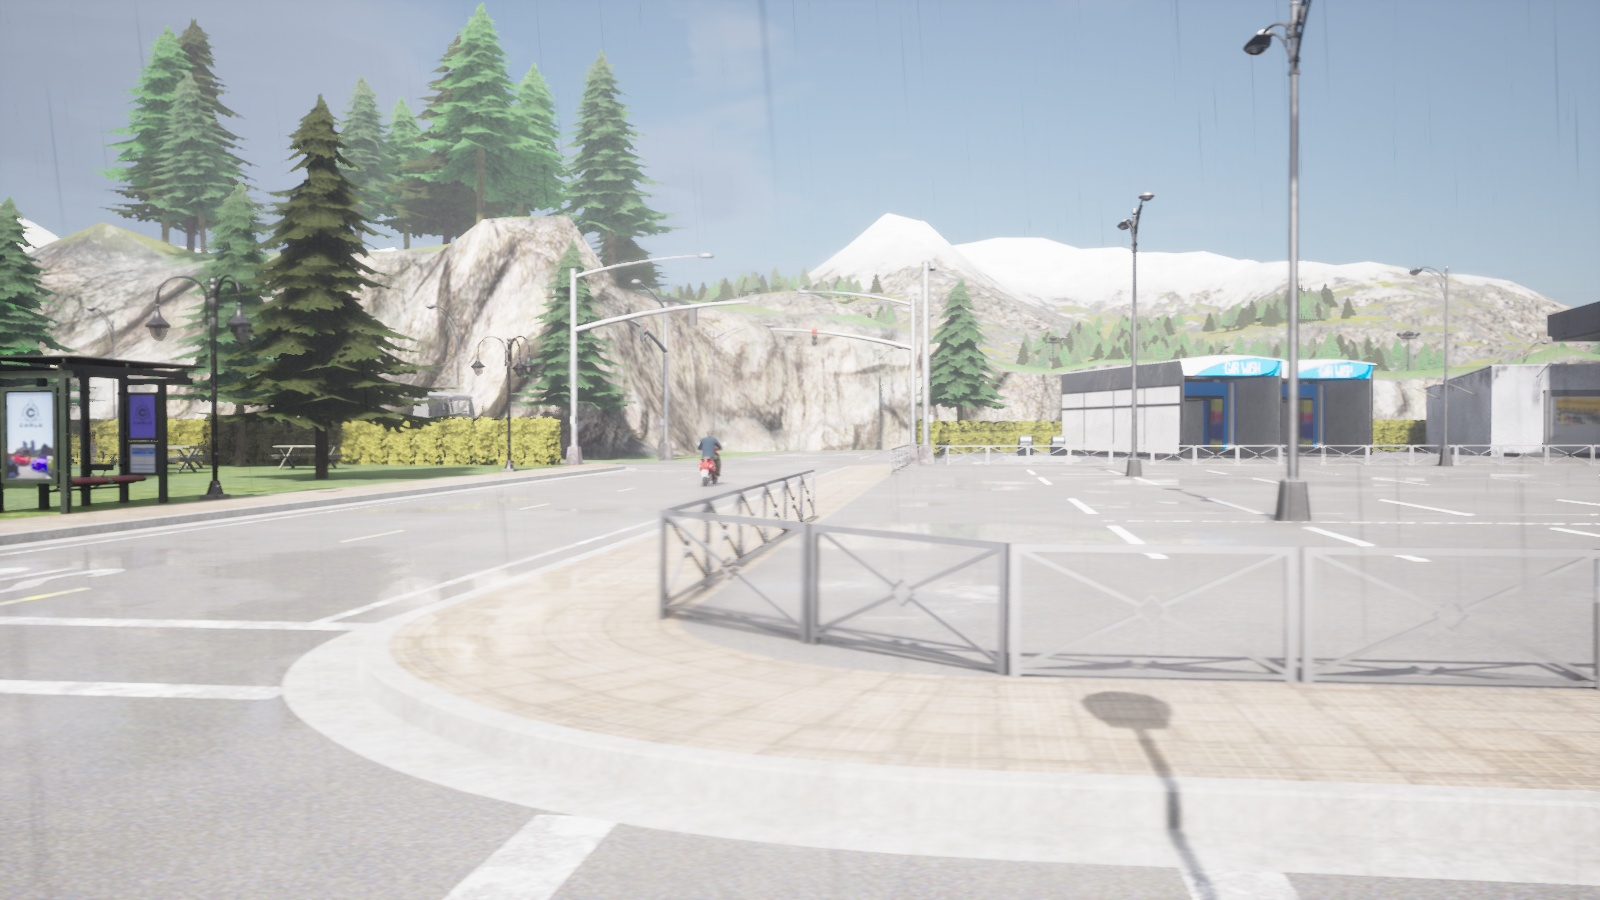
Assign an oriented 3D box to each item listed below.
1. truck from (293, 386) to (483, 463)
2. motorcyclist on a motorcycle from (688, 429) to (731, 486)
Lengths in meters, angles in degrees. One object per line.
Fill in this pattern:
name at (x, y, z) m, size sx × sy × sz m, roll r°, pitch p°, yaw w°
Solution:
truck at (-19.155, -1.189, 58.620) m, size 7.936 × 3.462 × 2.891 m, roll 0°, pitch 1°, yaw 6°
motorcyclist on a motorcycle at (-2.563, 0.198, 35.724) m, size 0.866 × 1.590 × 1.817 m, roll 0°, pitch 1°, yaw 7°
